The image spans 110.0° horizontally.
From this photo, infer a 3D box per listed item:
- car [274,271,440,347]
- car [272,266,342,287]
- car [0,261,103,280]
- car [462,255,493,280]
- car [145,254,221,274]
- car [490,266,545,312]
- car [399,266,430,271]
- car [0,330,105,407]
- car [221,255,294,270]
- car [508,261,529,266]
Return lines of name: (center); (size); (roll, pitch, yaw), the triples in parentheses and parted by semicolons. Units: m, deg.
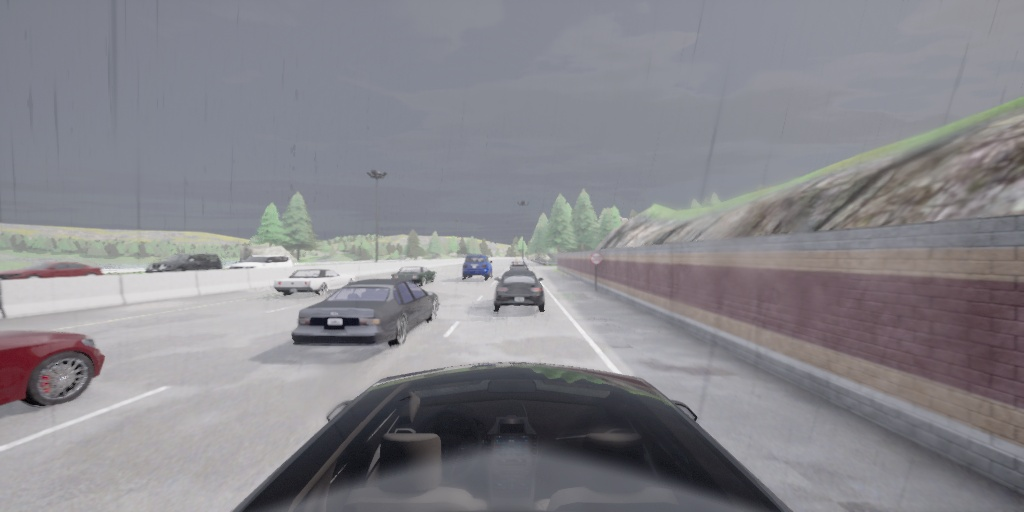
car: (-3.295, 1.289, 9.269); (2.033, 1.411, 5.357); (0, 0, 1)
car: (-10.131, 1.325, 18.918); (1.895, 1.301, 4.718); (0, 0, 1)
car: (-31.196, 1.137, 24.343); (1.882, 1.535, 5.008); (0, 0, 1)
car: (-2.920, 0.971, 30.974); (2.150, 2.045, 5.566); (0, 0, 1)
car: (-27.532, 0.807, 30.447); (2.150, 2.045, 5.566); (0, 0, 1)
car: (0.283, 1.280, 14.258); (1.812, 1.442, 4.674); (0, 0, 1)
car: (-6.536, 1.337, 24.403); (1.895, 1.301, 4.718); (0, 0, 1)
car: (-6.849, 1.255, 3.223); (1.812, 1.442, 4.674); (0, 0, 0)
car: (-20.550, 0.918, 29.708); (2.150, 2.045, 5.566); (0, 0, 1)
car: (0.670, 1.254, 36.164); (2.128, 1.511, 4.902); (0, 0, 1)
